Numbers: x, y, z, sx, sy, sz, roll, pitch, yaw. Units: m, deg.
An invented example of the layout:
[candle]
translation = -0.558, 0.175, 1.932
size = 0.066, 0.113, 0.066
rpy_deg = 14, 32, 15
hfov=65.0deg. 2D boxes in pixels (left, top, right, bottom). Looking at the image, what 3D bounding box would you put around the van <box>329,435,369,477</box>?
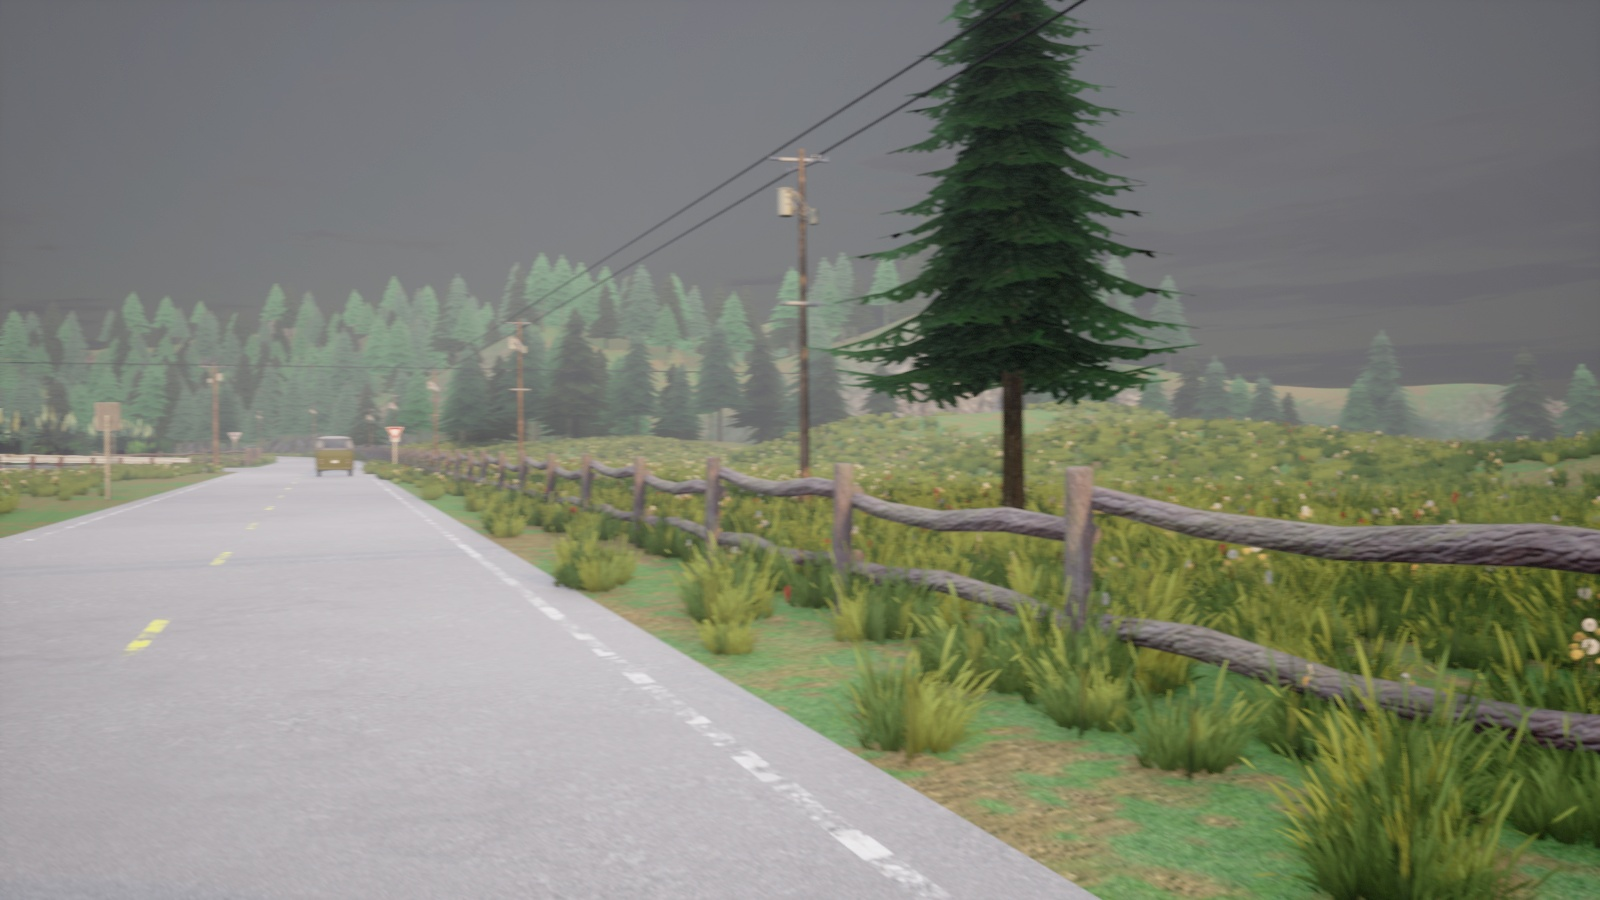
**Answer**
[van]
translation = -22.428, 0.263, 62.429
size = 1.775, 1.987, 4.442
rpy_deg = 0, 0, -20
